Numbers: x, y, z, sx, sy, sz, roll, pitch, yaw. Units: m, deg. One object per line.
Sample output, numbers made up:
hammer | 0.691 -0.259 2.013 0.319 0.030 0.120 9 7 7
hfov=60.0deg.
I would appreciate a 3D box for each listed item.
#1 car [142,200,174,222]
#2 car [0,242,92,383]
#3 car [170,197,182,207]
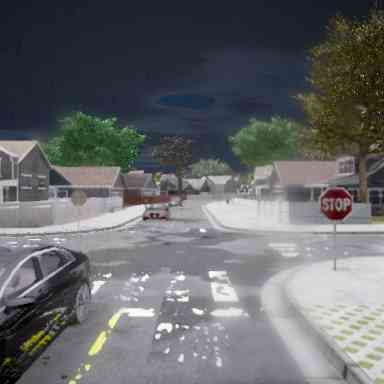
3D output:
car | -2.758 1.586 26.534 1.994 1.385 4.181 0 0 0
car | -2.751 1.502 4.260 2.128 1.511 4.902 0 0 0
car | -2.551 1.528 50.816 2.128 1.511 4.902 0 0 3
